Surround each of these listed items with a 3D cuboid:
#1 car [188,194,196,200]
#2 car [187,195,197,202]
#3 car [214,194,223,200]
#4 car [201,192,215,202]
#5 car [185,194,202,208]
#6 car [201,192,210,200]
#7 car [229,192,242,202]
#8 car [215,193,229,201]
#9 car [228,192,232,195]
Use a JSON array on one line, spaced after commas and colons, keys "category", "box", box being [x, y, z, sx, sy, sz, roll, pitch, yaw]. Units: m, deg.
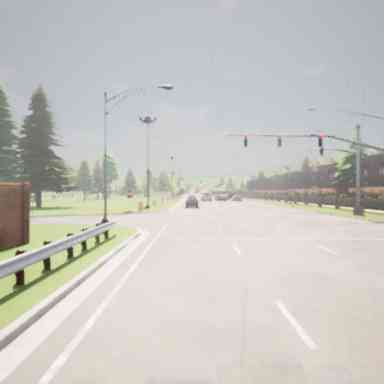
[{"category": "car", "box": [0.021, 1.350, 88.523, 2.033, 1.411, 5.357, 0, 0, 0]}, {"category": "car", "box": [0.019, 1.497, 78.103, 2.128, 1.511, 4.902, 0, 0, 0]}, {"category": "car", "box": [7.021, 1.288, 88.521, 1.882, 1.535, 5.008, 0, 0, 0]}, {"category": "car", "box": [3.519, 1.197, 78.132, 2.150, 2.045, 5.566, 0, 0, 0]}, {"category": "car", "box": [0.012, 1.480, 47.490, 2.128, 1.511, 4.902, 0, 0, 0]}, {"category": "car", "box": [3.521, 1.035, 88.552, 2.150, 2.045, 5.566, 0, 0, 0]}, {"category": "car", "box": [10.519, 1.449, 78.101, 1.882, 1.535, 5.008, 0, 0, 0]}, {"category": "car", "box": [7.019, 1.525, 78.518, 1.994, 1.385, 4.181, 0, 0, 0]}, {"category": "car", "box": [10.521, 1.035, 88.550, 2.150, 2.045, 5.566, 0, 0, 0]}]
